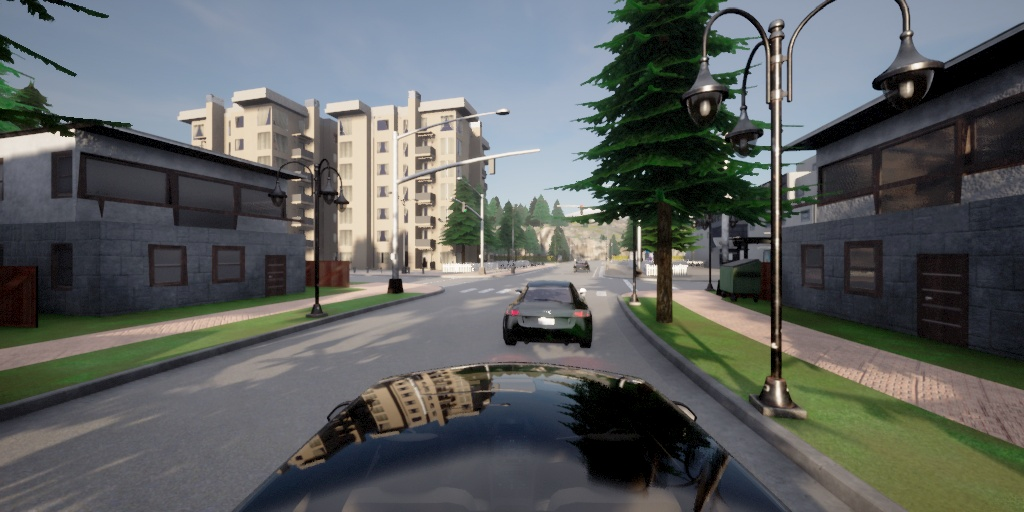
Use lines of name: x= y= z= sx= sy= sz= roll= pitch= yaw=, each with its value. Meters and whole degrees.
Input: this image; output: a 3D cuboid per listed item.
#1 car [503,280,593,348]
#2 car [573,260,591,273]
car: x=0.997 y=1.314 z=9.335 sx=1.994 sy=1.385 sz=4.181 roll=0 pitch=0 yaw=8
car: x=8.746 y=1.274 z=44.880 sx=2.128 sy=1.511 sz=4.902 roll=0 pitch=0 yaw=14
